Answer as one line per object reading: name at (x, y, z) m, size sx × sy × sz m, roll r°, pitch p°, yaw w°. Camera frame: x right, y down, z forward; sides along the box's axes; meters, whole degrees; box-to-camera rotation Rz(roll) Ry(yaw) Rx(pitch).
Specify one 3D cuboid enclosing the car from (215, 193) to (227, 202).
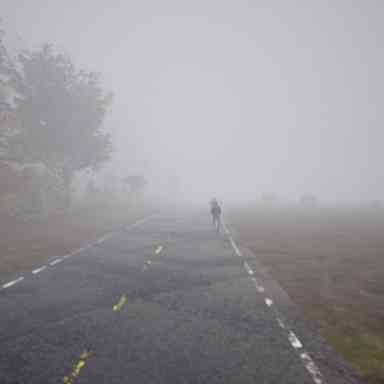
car at (6.515, 1.451, 73.238) m, size 1.994 × 1.385 × 4.181 m, roll 0°, pitch 0°, yaw 10°

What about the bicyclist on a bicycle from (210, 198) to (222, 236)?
bicyclist on a bicycle at (1.254, 1.342, 17.312) m, size 0.659 × 1.776 × 1.843 m, roll 0°, pitch 0°, yaw 2°

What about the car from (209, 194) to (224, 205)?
car at (3.947, 1.481, 55.781) m, size 1.994 × 1.385 × 4.181 m, roll 0°, pitch 0°, yaw 7°

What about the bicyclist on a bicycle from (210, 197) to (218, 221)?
bicyclist on a bicycle at (1.753, 1.327, 26.508) m, size 0.659 × 1.776 × 1.843 m, roll 0°, pitch 0°, yaw 4°

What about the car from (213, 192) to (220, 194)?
car at (6.695, 1.104, 89.748) m, size 2.150 × 2.045 × 5.566 m, roll 0°, pitch 0°, yaw 12°
